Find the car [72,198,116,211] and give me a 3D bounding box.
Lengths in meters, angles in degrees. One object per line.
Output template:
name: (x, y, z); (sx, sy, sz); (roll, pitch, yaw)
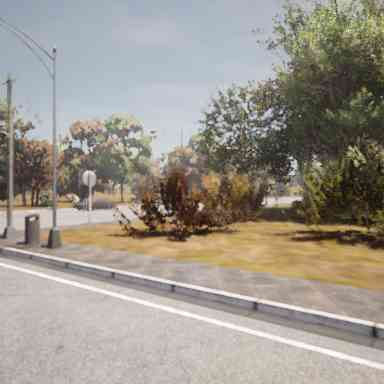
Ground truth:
car: (-11.489, 1.427, 39.477); (2.033, 1.411, 5.357); (0, 0, 32)
